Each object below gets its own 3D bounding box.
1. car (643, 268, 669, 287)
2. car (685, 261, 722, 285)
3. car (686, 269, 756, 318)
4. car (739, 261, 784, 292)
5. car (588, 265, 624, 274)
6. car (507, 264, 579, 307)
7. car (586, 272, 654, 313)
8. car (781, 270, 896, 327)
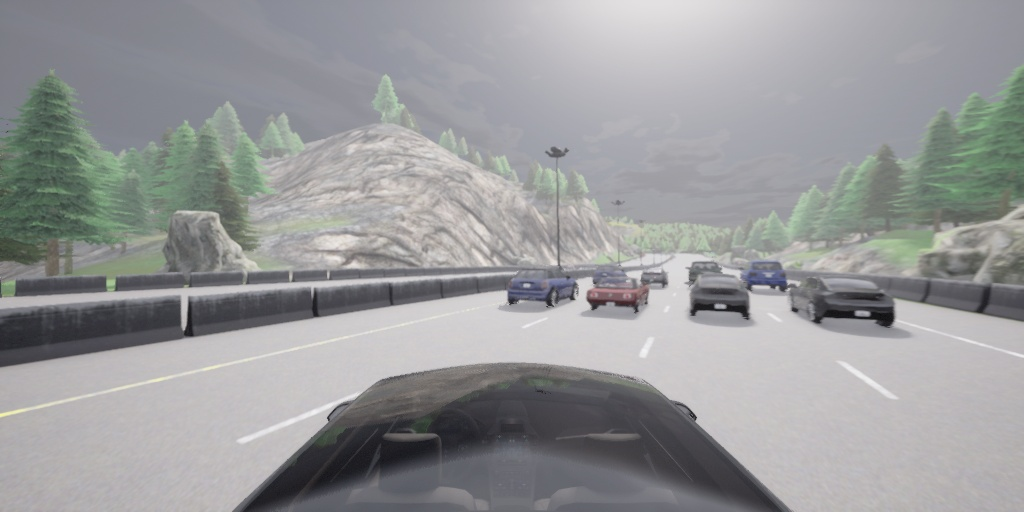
[{"bbox_3d":[11.496,1.670,28.906,2.128,1.511,4.902,0,-1,27],"label":"car"},{"bbox_3d":[14.208,1.370,26.527,2.150,2.045,5.566,0,-1,27],"label":"car"},{"bbox_3d":[7.905,1.423,13.897,1.837,1.490,4.892,0,-1,27],"label":"car"},{"bbox_3d":[17.331,1.353,24.947,2.150,2.045,5.566,0,-1,27],"label":"car"},{"bbox_3d":[8.300,1.542,30.340,2.097,1.767,4.553,0,-1,27],"label":"car"},{"bbox_3d":[1.583,1.298,16.907,2.097,1.767,4.553,0,-1,27],"label":"car"},{"bbox_3d":[4.639,1.529,15.198,1.895,1.301,4.718,0,-1,27],"label":"car"},{"bbox_3d":[11.033,1.406,12.327,1.837,1.490,4.892,0,-1,27],"label":"car"}]
